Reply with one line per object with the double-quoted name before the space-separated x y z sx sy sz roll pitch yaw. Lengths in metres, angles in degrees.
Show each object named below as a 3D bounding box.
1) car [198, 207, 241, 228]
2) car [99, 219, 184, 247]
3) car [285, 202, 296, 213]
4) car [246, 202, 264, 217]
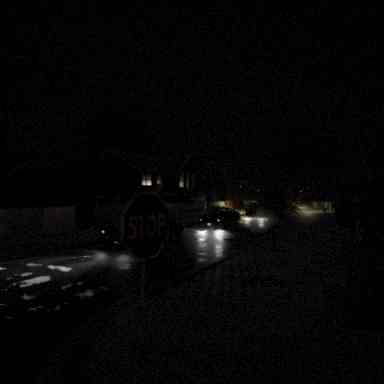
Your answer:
"car" 2.259 1.887 25.509 2.033 1.411 5.357 1 0 24
"car" -2.228 1.811 15.845 1.895 1.301 4.718 1 0 26
"car" 14.592 2.273 50.078 2.128 1.511 4.902 1 -1 18
"car" 7.551 2.002 38.546 1.882 1.535 5.008 1 0 21
